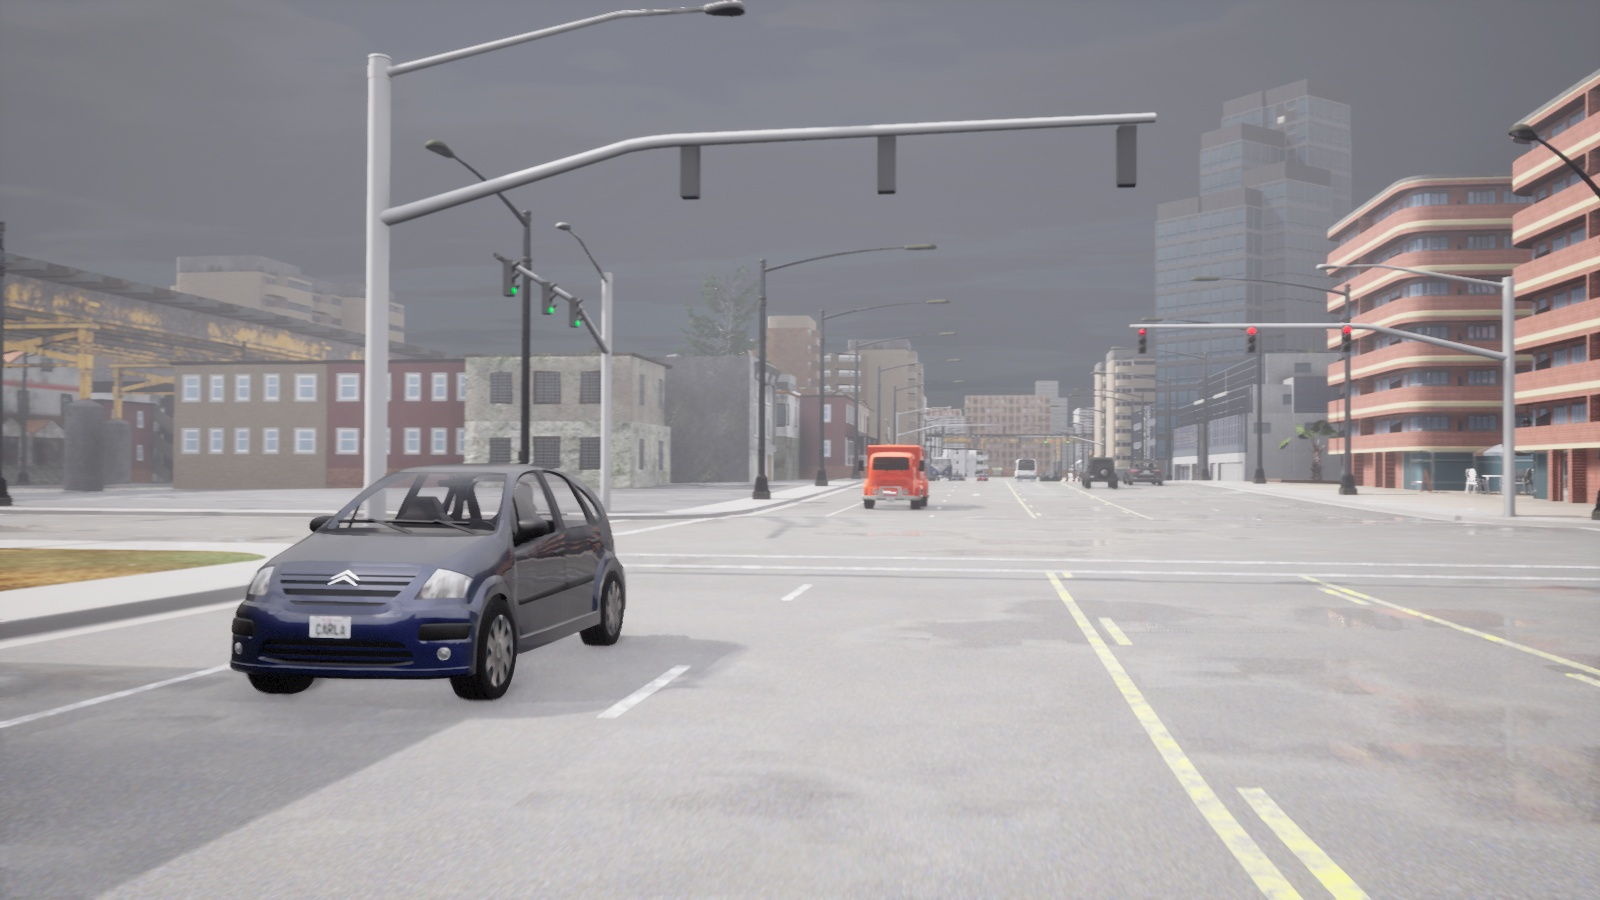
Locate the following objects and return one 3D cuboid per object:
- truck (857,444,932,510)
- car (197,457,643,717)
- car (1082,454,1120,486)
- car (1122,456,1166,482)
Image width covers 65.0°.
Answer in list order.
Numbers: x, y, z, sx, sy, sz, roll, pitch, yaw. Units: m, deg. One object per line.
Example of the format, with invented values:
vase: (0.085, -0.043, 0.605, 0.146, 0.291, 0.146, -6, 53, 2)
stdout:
truck: (3.803, 1.015, 49.758, 2.627, 2.467, 5.204, 0, 0, 8)
car: (-2.675, 0.887, 9.925, 1.851, 1.617, 3.988, 0, -1, 8)
car: (18.349, 1.225, 76.648, 1.905, 1.878, 3.866, 0, 0, 8)
car: (22.959, 1.246, 83.988, 2.242, 1.667, 4.611, 0, 0, 8)
